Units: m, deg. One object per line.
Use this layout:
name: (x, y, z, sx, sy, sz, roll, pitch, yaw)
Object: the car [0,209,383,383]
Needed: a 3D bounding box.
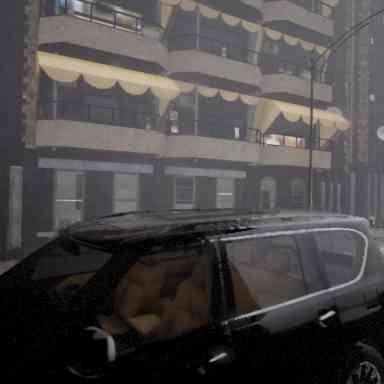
car: (-0.379, 1.217, 2.930, 5.566, 2.045, 2.150, 0, 0, -33)
